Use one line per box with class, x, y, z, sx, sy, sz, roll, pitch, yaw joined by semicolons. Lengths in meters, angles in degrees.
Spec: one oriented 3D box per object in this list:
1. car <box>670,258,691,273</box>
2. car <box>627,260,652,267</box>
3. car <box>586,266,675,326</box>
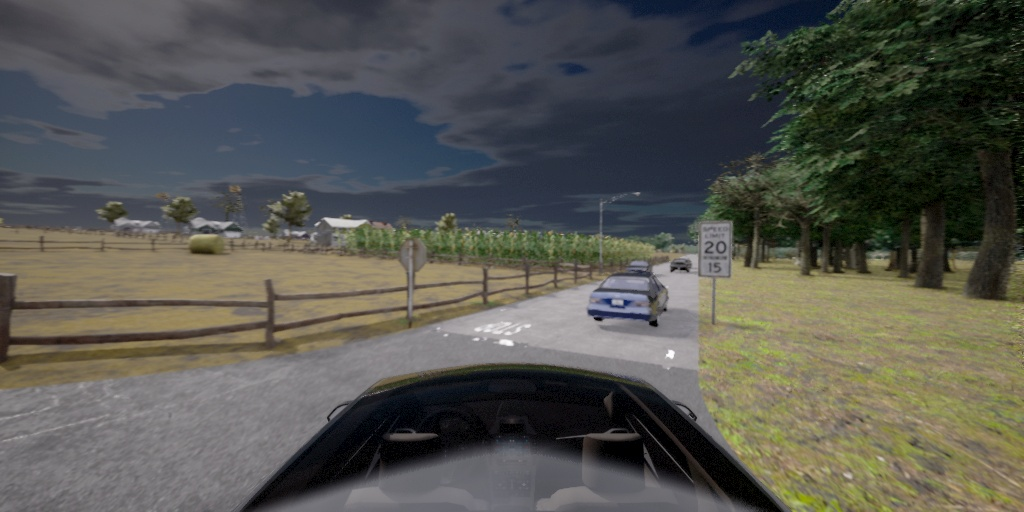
car;18.831;1.069;40.149;1.837;1.490;4.892;1;1;28
car;11.614;1.114;32.555;2.033;1.411;5.357;1;1;28
car;3.895;1.242;11.555;2.033;1.411;5.357;1;1;27
